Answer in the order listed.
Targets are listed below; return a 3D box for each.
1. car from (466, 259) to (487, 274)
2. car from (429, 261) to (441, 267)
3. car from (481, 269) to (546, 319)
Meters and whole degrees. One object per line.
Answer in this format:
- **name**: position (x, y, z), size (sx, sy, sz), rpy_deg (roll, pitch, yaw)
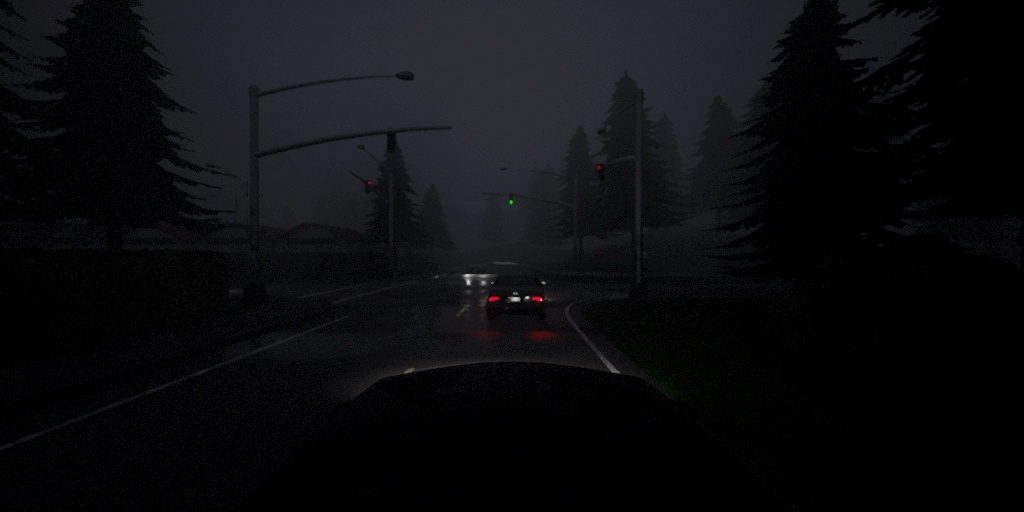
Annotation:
- **car**: position (-3.604, 1.070, 37.217), size (1.812, 1.442, 4.674), rpy_deg (0, 1, -1)
- **car**: position (-13.378, 1.049, 55.412), size (4.718, 1.301, 1.895), rpy_deg (0, 0, 5)
- **car**: position (0.205, 1.235, 12.471), size (2.033, 1.411, 5.357), rpy_deg (0, 0, 2)
